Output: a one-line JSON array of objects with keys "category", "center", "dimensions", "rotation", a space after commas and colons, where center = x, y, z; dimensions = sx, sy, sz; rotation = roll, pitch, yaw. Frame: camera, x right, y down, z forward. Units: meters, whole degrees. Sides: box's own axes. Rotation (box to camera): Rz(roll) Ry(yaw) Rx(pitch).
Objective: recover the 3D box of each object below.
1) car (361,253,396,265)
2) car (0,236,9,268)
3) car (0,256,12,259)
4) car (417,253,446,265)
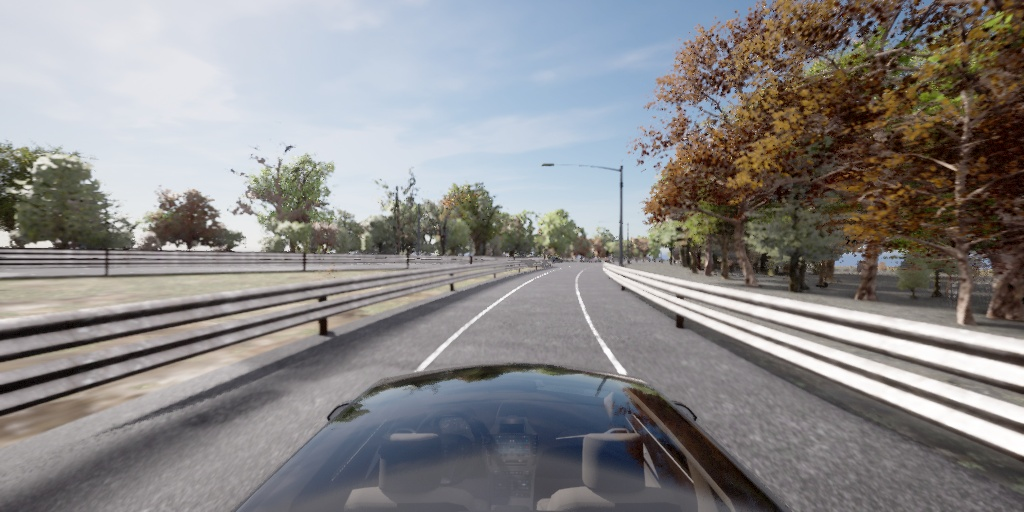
[{"category": "car", "center": [-17.699, 0.323, 47.923], "dimensions": [1.837, 1.490, 4.892], "rotation": [0, 0, 32]}, {"category": "car", "center": [-34.642, -0.264, 21.208], "dimensions": [2.150, 2.045, 5.566], "rotation": [0, 0, 33]}, {"category": "car", "center": [-28.765, 0.089, 17.410], "dimensions": [2.033, 1.411, 5.357], "rotation": [0, 0, 33]}, {"category": "car", "center": [-11.540, 0.381, 51.140], "dimensions": [1.882, 1.535, 5.008], "rotation": [0, 0, 32]}]
